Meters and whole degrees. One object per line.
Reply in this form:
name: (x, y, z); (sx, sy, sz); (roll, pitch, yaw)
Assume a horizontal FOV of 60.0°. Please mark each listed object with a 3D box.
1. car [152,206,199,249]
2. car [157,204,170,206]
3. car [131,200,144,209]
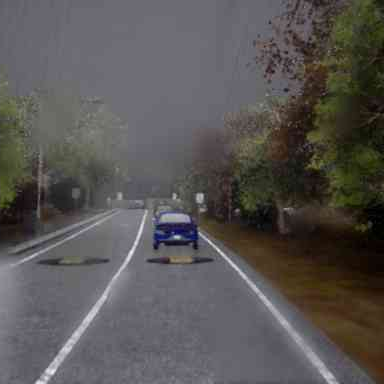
car: (-0.843, 1.630, 15.488); (1.882, 1.535, 5.008); (0, 0, -6)
car: (-2.572, 1.824, 30.011); (2.033, 1.411, 5.357); (1, -1, -7)
car: (-9.802, 2.256, 60.141); (2.097, 1.767, 4.553); (1, -3, -7)
